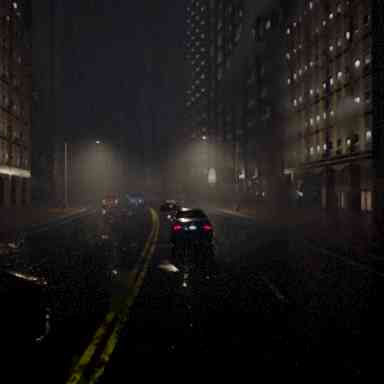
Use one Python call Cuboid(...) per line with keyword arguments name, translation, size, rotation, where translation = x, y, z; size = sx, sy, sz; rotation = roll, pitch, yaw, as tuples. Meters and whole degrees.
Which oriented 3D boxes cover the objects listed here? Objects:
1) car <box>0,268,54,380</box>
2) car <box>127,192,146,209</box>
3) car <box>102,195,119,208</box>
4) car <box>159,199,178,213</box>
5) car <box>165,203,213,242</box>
Cuboid(name="car", translation=(-3.075, 1.549, 3.421), size=(1.994, 1.385, 4.181), rotation=(0, 0, -1))
Cuboid(name="car", translation=(-7.299, 1.047, 43.474), size=(2.150, 2.045, 5.566), rotation=(0, 0, -11))
Cuboid(name="car", translation=(-10.736, 1.168, 44.027), size=(2.097, 1.767, 4.553), rotation=(0, 0, -11))
Cuboid(name="car", translation=(-2.420, 1.424, 35.383), size=(1.994, 1.385, 4.181), rotation=(0, 0, -9))
Cuboid(name="car", translation=(-0.162, 1.477, 15.903), size=(2.033, 1.411, 5.357), rotation=(0, 0, -4))
